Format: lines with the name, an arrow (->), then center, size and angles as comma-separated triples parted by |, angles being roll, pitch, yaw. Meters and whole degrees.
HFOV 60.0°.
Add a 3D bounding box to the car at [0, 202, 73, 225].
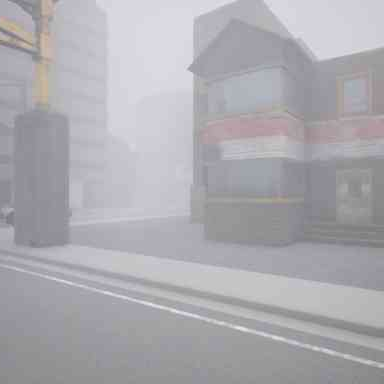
car -> -10.732, 1.452, 23.536 | 2.038, 1.542, 4.974 | 0, 0, 16
